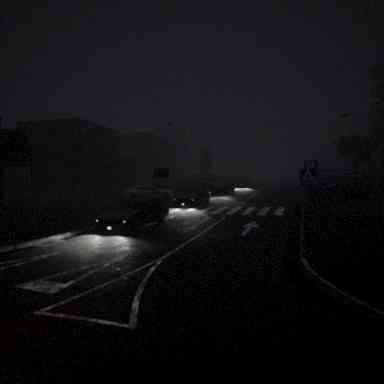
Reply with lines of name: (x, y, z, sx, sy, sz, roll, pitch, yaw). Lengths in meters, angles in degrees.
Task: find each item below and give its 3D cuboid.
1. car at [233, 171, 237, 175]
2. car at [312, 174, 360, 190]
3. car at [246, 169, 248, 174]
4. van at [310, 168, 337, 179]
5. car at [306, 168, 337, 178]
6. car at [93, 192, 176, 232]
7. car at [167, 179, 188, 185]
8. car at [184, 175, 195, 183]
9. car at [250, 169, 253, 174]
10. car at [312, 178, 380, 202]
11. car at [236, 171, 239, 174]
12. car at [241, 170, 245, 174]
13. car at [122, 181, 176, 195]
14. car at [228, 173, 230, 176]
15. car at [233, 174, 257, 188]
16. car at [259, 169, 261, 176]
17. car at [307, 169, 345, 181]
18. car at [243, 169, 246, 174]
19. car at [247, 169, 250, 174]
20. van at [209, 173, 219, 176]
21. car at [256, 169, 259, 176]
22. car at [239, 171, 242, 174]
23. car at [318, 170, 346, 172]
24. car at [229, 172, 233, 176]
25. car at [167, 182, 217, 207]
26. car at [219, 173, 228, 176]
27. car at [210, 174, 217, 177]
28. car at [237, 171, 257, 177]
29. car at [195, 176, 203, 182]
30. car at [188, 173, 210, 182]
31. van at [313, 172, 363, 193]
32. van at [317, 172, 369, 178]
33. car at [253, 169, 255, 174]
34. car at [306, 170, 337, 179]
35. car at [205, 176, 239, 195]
car: (4.758, -2.400, 58.638, 5.008, 1.535, 2.097, -2, 4, -2)
car: (16.559, -1.189, 38.366, 4.553, 1.767, 2.185, -1, 5, -1)
car: (9.232, -3.551, 72.571, 4.674, 1.452, 2.002, -2, 4, -2)
van: (25.279, -3.509, 63.919, 4.442, 1.987, 1.878, -1, 4, -2)
car: (27.024, -4.009, 69.595, 5.566, 2.045, 2.435, -1, 4, -2)
car: (-2.860, 1.047, 17.222, 2.033, 1.411, 5.357, 0, 4, 18)
car: (-3.130, -0.207, 33.458, 4.792, 1.488, 2.163, -2, 4, -3)
car: (-2.258, -0.602, 36.247, 4.553, 1.767, 2.185, -2, 5, -3)
car: (11.044, -4.041, 78.127, 5.008, 1.535, 2.097, -2, 4, -2)
car: (12.636, -0.080, 27.089, 5.008, 1.535, 2.097, -1, 4, -1)
car: (5.659, -2.639, 61.420, 4.892, 1.521, 2.231, -2, 5, -2)
car: (7.445, -3.119, 66.991, 5.008, 1.535, 2.097, -2, 5, -2)
car: (-4.034, 0.046, 30.648, 4.674, 1.452, 2.002, -2, 4, -3)
car: (2.985, -1.920, 53.059, 5.008, 1.535, 2.097, -2, 4, -2)
car: (7.109, -1.333, 45.501, 1.994, 1.385, 4.181, 0, 5, 21)
car: (15.593, -5.060, 92.035, 4.892, 1.521, 2.231, -2, 4, -2)
car: (23.359, -3.043, 58.229, 5.566, 2.045, 2.435, -1, 4, -2)
car: (8.362, -3.483, 69.766, 4.553, 1.767, 2.185, -2, 4, -2)
car: (10.160, -3.944, 75.331, 4.553, 1.767, 2.185, -2, 4, -2)
van: (1.104, -1.660, 47.453, 4.442, 1.987, 1.878, -2, 5, -2)
car: (13.721, -4.919, 86.452, 5.566, 2.045, 2.435, -2, 4, -2)
car: (6.553, -2.878, 64.203, 4.892, 1.521, 2.231, -2, 4, -2)
car: (14.584, -0.821, 32.703, 5.566, 2.045, 2.435, -1, 5, -1)
car: (3.908, -2.131, 55.849, 4.792, 1.488, 2.163, -2, 4, -2)
car: (0.144, 0.286, 26.805, 2.033, 1.411, 5.357, 0, 5, 18)
car: (2.296, -1.690, 50.274, 5.366, 1.575, 1.946, -2, 4, -2)
car: (0.343, -1.199, 44.680, 5.008, 1.535, 2.097, -2, 4, -2)
car: (14.676, -4.869, 89.250, 4.892, 1.521, 2.231, -2, 4, -2)
car: (-1.436, -0.686, 39.064, 4.792, 1.488, 2.163, -2, 5, -2)
car: (-0.503, -1.084, 41.860, 4.553, 1.767, 2.185, -2, 5, -2)
van: (15.484, -1.041, 35.525, 4.442, 1.987, 1.878, -1, 5, -1)
van: (13.742, -0.552, 29.893, 4.442, 1.987, 1.878, -1, 4, -1)
car: (11.936, -4.256, 80.911, 5.008, 1.535, 2.097, -2, 4, -2)
car: (25.895, -3.523, 66.765, 5.366, 1.575, 1.946, -1, 5, -2)
car: (3.316, -0.602, 36.254, 1.882, 1.535, 5.008, 0, 5, 20)
